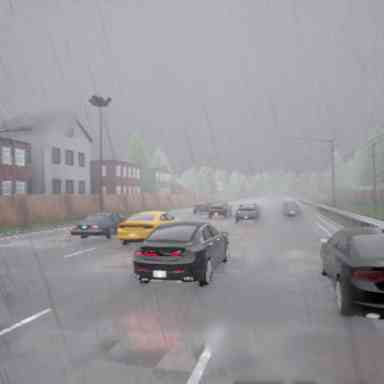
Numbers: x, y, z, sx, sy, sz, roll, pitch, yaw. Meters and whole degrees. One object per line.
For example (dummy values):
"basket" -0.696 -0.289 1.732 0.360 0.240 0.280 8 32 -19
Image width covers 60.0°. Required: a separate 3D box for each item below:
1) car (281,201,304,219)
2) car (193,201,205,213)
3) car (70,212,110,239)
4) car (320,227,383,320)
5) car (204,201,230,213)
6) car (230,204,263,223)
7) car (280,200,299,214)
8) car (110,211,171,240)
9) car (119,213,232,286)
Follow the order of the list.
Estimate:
"car" 9.292 1.753 31.017 1.994 1.385 4.181 -1 -1 16
"car" 1.509 1.954 42.114 1.837 1.490 4.892 -1 0 15
"car" -4.775 1.848 19.271 2.033 1.411 5.357 -1 -1 15
"car" 3.987 1.492 7.301 1.882 1.535 5.008 -1 -1 15
"car" 2.966 1.839 34.218 1.837 1.490 4.892 -1 -1 15
"car" 4.749 1.719 27.507 2.128 1.511 4.902 -1 -1 15
"car" 11.978 1.801 40.914 2.033 1.411 5.357 -1 -1 16
"car" -1.881 1.698 16.599 1.882 1.535 5.008 -1 -1 15
"car" -0.095 1.619 9.892 1.837 1.490 4.892 -1 0 15
